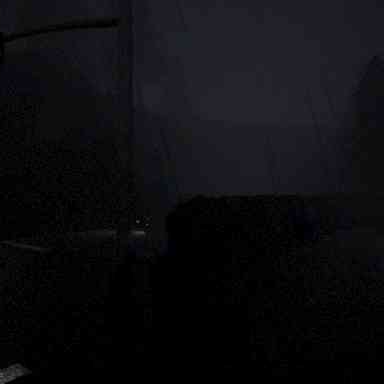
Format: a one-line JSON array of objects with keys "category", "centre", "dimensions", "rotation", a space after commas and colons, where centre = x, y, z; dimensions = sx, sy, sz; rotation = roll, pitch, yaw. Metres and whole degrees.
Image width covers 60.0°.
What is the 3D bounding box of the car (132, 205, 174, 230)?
[{"category": "car", "centre": [-1.921, 1.483, 20.419], "dimensions": [1.994, 1.385, 4.181], "rotation": [0, 0, 35]}]
